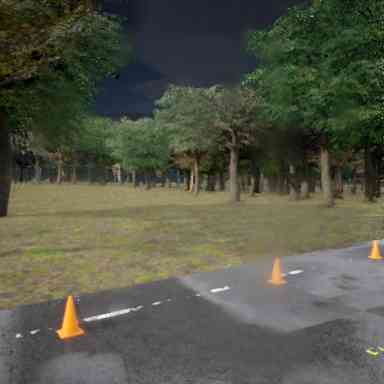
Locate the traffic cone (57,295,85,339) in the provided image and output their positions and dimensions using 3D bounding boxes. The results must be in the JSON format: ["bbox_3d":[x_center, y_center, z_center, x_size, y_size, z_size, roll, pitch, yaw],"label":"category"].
[{"bbox_3d":[-1.938,1.951,5.312,0.340,0.580,0.340,0,0,-36],"label":"traffic cone"}]

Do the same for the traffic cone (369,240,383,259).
[{"bbox_3d":[6.153,1.909,11.151,0.340,0.580,0.340,0,0,-36],"label":"traffic cone"}]

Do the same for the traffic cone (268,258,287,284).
[{"bbox_3d":[2.113,1.929,8.224,0.340,0.580,0.340,0,0,-36],"label":"traffic cone"}]
